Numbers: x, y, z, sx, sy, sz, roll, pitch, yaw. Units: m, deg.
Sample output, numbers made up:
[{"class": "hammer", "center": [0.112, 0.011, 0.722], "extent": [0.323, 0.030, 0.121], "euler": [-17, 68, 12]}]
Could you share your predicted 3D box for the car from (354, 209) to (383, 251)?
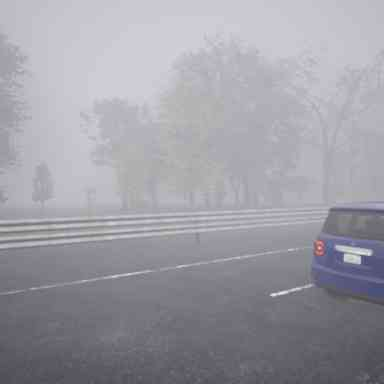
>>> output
[{"class": "car", "center": [9.269, 1.526, 14.414], "extent": [4.892, 1.490, 1.837], "euler": [0, 0, -34]}]

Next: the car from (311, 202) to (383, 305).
[{"class": "car", "center": [4.923, 1.232, 7.179], "extent": [5.566, 2.045, 2.150], "euler": [0, 0, -35]}]
